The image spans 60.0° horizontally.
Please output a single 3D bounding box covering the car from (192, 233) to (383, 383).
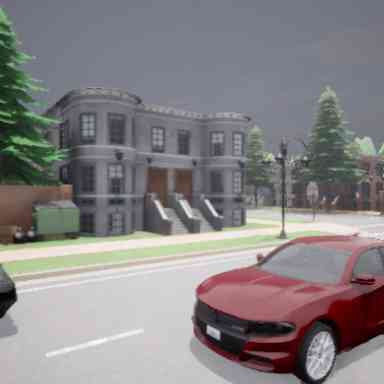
[{"bbox_3d":[2.315,1.504,5.598,5.008,1.535,1.882,1,0,-35],"label":"car"}]

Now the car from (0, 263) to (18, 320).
[{"bbox_3d":[-5.158,1.595,4.596,4.718,1.301,1.895,0,0,-35],"label":"car"}]
